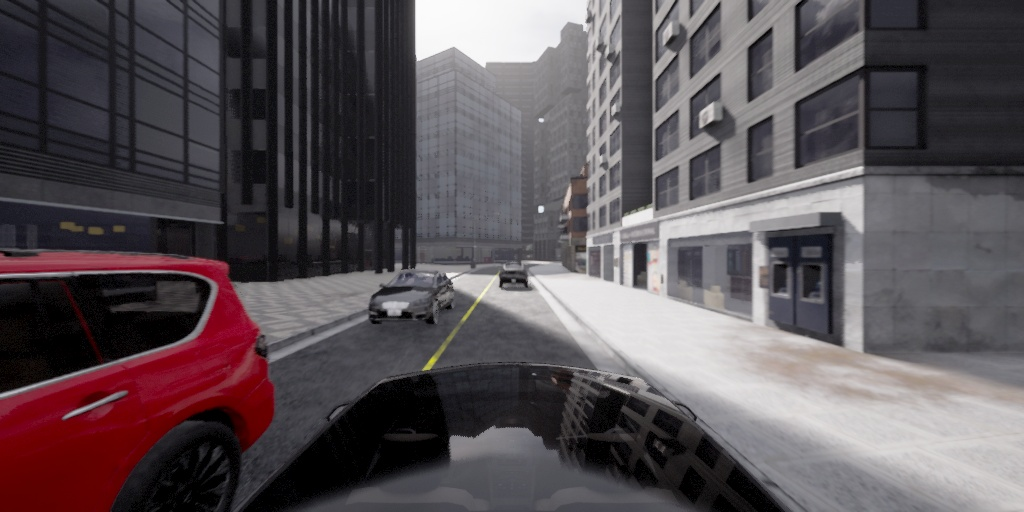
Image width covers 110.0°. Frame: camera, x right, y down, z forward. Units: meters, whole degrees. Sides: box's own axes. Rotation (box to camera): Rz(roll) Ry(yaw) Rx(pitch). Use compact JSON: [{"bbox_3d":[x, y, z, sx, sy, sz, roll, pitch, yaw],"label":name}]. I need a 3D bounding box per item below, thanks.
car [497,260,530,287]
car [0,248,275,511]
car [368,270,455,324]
[{"bbox_3d":[0.099,1.198,23.794,1.837,1.490,4.892,0,1,0],"label":"car"},{"bbox_3d":[-3.101,0.974,0.767,2.150,2.045,5.566,0,0,0],"label":"car"},{"bbox_3d":[-3.084,1.222,11.874,2.128,1.511,4.902,0,0,0],"label":"car"}]
